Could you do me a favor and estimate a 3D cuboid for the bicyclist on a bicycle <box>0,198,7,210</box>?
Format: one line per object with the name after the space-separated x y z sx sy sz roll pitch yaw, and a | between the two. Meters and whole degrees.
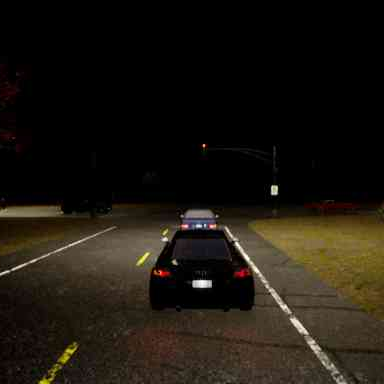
-25.561 1.571 45.005 0.582 1.620 1.656 -1 0 5 | bicyclist on a bicycle

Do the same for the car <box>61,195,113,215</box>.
-11.132 1.373 35.032 5.566 2.045 2.150 -1 1 19 | car

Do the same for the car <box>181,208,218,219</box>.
0.376 1.527 16.994 2.033 1.411 5.357 0 0 2 | car

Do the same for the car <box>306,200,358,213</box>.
14.282 1.430 34.042 4.718 1.301 1.895 -1 1 5 | car

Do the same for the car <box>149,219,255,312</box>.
0.192 1.557 7.765 1.994 1.385 4.181 0 0 0 | car
